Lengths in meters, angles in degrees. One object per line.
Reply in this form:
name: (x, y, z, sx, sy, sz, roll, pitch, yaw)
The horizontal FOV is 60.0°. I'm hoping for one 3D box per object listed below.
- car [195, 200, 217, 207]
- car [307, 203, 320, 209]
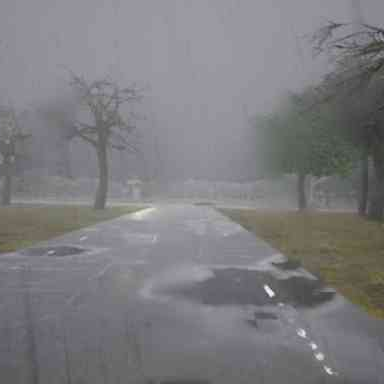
car: (3.057, 2.466, 70.530, 4.674, 1.442, 1.812, 2, 0, 0)
car: (27.650, 3.204, 77.402, 4.181, 1.385, 1.994, 2, 0, 0)
